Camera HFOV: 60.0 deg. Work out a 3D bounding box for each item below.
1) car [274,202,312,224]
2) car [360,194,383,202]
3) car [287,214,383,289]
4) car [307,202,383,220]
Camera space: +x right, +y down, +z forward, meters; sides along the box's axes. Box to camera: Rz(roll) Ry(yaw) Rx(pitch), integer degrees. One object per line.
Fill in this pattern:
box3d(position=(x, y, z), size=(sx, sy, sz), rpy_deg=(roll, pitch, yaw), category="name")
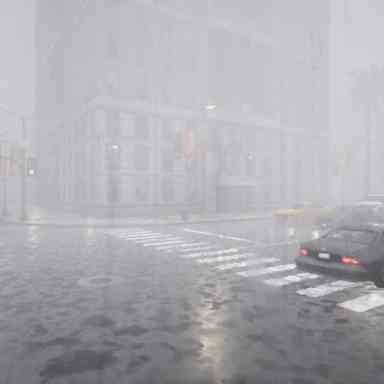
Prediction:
box3d(position=(8.027, 1.477, 23.842), size=(5.008, 1.535, 1.882), rpy_deg=(0, 0, -34), category="car")
box3d(position=(16.513, 1.221, 29.463), size=(5.566, 2.045, 2.150), rpy_deg=(0, 0, -33), category="car")
box3d(position=(5.173, 1.547, 9.187), size=(5.357, 1.411, 2.033), rpy_deg=(0, 0, -34), category="car")
box3d(position=(9.953, 1.547, 20.924), size=(5.357, 1.411, 2.033), rpy_deg=(0, 0, -34), category="car")
